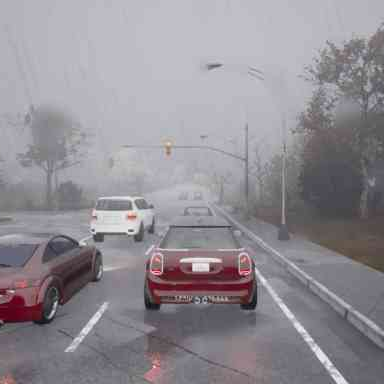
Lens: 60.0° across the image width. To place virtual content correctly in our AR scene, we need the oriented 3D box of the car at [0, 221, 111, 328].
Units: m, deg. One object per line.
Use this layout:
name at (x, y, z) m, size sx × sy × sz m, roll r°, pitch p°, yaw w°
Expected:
car at (-3.335, 1.564, 7.131) m, size 1.994 × 1.385 × 4.181 m, roll 0°, pitch 0°, yaw 1°

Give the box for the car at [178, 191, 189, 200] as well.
car at (-2.104, 1.045, 75.562) m, size 1.994 × 1.385 × 4.181 m, roll 0°, pitch 3°, yaw 1°

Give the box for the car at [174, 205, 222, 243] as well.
car at (0.295, 1.491, 16.987) m, size 2.128 × 1.511 × 4.902 m, roll 0°, pitch 0°, yaw 1°

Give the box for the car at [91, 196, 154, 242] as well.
car at (-3.242, 1.221, 16.549) m, size 2.150 × 2.045 × 5.566 m, roll 0°, pitch 0°, yaw 3°

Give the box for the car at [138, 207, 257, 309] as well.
car at (0.175, 1.352, 8.011) m, size 2.097 × 1.767 × 4.553 m, roll 0°, pitch 0°, yaw 1°

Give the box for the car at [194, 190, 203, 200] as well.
car at (1.395, 1.017, 75.488) m, size 1.812 × 1.442 × 4.674 m, roll 0°, pitch 3°, yaw 1°

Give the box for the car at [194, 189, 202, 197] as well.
car at (1.604, 0.173, 85.449) m, size 2.097 × 1.767 × 4.553 m, roll 0°, pitch 3°, yaw 1°

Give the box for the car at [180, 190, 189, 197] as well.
car at (-1.895, 0.356, 85.561) m, size 2.033 × 1.411 × 5.357 m, roll 0°, pitch 3°, yaw 1°
